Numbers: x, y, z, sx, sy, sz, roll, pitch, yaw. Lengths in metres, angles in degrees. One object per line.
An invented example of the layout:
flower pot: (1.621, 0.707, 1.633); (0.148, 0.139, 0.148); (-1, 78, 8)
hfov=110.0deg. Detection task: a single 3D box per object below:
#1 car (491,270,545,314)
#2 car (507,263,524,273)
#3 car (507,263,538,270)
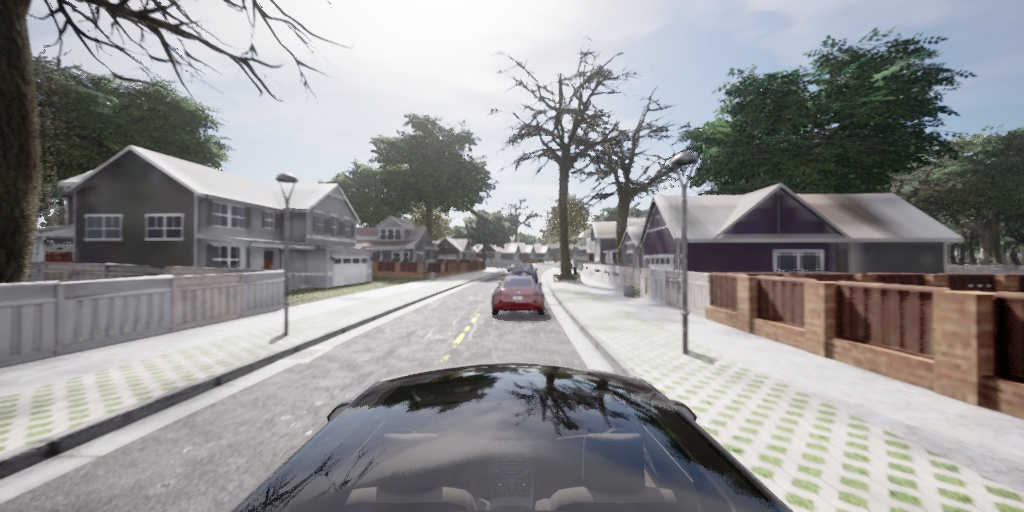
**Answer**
car: (0.287, 1.447, 14.471); (1.994, 1.385, 4.181); (0, 0, 3)
car: (0.513, 1.750, 52.800); (1.994, 1.385, 4.181); (0, -1, 8)
car: (1.041, 1.367, 29.026); (2.097, 1.767, 4.553); (0, -1, 5)
